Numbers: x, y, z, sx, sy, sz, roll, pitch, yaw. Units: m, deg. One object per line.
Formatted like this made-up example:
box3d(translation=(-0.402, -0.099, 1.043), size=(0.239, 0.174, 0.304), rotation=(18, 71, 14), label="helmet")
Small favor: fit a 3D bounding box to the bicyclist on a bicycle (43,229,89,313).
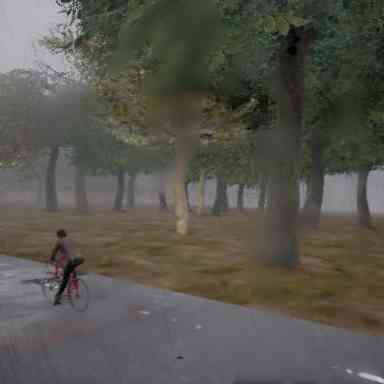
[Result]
box3d(translation=(-2.653, 1.608, 6.943), size=(1.656, 1.620, 0.582), rotation=(-1, -2, 36), label="bicyclist on a bicycle")
